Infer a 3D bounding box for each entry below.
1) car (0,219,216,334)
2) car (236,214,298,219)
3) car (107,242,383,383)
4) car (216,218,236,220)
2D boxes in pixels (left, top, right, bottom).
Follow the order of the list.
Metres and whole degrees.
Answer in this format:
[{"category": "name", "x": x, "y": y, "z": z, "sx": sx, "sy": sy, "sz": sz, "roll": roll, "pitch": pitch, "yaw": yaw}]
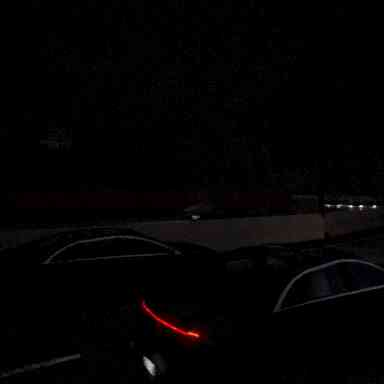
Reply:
[{"category": "car", "x": -1.519, "y": 1.491, "z": 6.741, "sx": 4.902, "sy": 1.511, "sz": 2.128, "roll": 0, "pitch": 0, "yaw": -32}, {"category": "car", "x": 5.025, "y": 1.567, "z": 20.426, "sx": 4.181, "sy": 1.385, "sz": 1.994, "roll": 0, "pitch": 0, "yaw": -41}, {"category": "car", "x": 1.604, "y": 1.492, "z": 4.606, "sx": 4.902, "sy": 1.511, "sz": 2.128, "roll": 0, "pitch": 0, "yaw": -33}, {"category": "car", "x": 1.481, "y": 1.480, "z": 22.006, "sx": 5.008, "sy": 1.535, "sz": 1.882, "roll": 0, "pitch": 0, "yaw": -40}]
